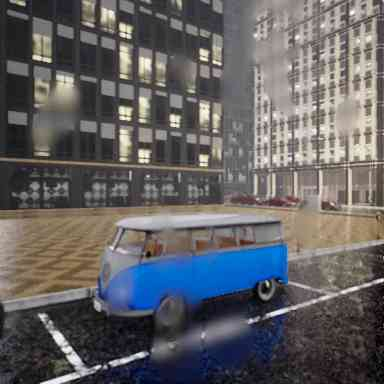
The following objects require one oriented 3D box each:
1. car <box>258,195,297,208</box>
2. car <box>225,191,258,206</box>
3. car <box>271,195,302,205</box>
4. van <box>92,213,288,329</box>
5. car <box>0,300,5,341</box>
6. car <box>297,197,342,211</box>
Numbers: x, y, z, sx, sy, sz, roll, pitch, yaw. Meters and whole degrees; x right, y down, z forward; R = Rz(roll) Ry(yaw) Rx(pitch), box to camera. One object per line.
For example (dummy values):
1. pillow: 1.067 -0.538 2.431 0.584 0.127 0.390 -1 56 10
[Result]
1. car: 10.498 1.241 39.887 1.802 1.307 4.206 2 0 -36
2. car: 7.256 0.867 44.415 2.192 1.841 5.009 2 0 -36
3. car: 14.021 1.157 49.351 1.802 1.307 4.206 2 0 -36
4. van: 0.160 1.358 6.677 3.998 1.788 1.690 0 0 -36
5. car: -4.437 1.543 3.394 4.403 1.369 2.008 0 0 -36
6. car: 13.752 1.207 35.358 1.967 1.590 4.097 2 0 -36
